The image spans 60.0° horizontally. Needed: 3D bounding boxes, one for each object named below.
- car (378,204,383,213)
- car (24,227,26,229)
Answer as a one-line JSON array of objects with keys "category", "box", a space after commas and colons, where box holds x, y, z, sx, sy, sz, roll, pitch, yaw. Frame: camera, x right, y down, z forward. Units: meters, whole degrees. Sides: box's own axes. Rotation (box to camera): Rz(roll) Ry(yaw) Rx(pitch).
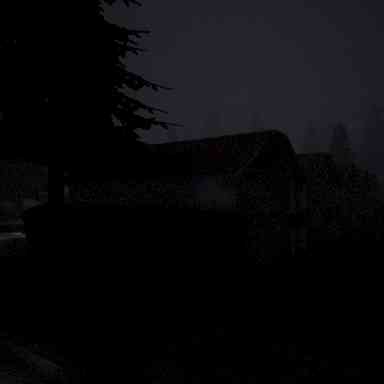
[{"category": "car", "box": [22.601, 2.036, 41.491, 4.902, 1.511, 2.128, -1, -1, 29]}, {"category": "car", "box": [-9.437, 1.864, 23.760, 2.097, 1.767, 4.553, -1, -1, 36]}]
